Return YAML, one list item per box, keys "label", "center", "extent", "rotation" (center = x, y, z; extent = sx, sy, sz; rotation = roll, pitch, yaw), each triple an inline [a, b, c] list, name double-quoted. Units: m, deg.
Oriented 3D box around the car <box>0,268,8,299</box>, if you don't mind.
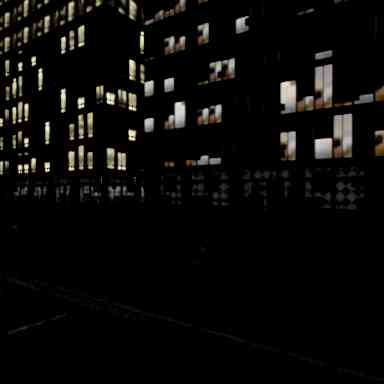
- label: "car"
  center: [-5.700, 1.528, 6.939]
  extent: [4.829, 1.417, 1.752]
  rotation: [0, 0, 36]
